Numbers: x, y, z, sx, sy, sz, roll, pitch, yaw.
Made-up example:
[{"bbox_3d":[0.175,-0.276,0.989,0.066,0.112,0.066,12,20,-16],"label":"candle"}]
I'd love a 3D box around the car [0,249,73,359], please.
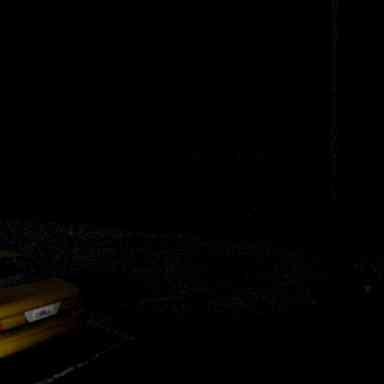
[{"bbox_3d":[-3.817,1.542,5.684,4.829,1.417,1.752,0,0,36],"label":"car"}]

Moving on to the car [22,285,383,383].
[{"bbox_3d":[0.934,1.567,2.294,4.313,1.339,1.947,0,0,36],"label":"car"}]
